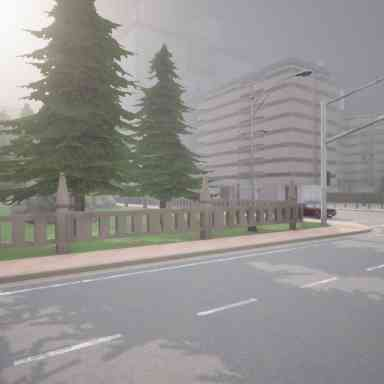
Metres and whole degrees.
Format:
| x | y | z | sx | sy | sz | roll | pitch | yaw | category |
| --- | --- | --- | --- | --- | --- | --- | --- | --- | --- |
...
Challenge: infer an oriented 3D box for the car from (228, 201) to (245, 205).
| x | y | z | sx | sy | sz | roll | pitch | yaw | category |
| --- | --- | --- | --- | --- | --- | --- | --- | --- | --- |
| 4.415 | 1.609 | 37.162 | 1.895 | 1.301 | 4.718 | 0 | 0 | -35 | car |

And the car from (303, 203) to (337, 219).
| x | y | z | sx | sy | sz | roll | pitch | yaw | category |
| --- | --- | --- | --- | --- | --- | --- | --- | --- | --- |
| 10.105 | 1.609 | 29.051 | 1.895 | 1.301 | 4.718 | 0 | 0 | -34 | car |

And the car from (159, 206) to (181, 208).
| x | y | z | sx | sy | sz | roll | pitch | yaw | category |
| --- | --- | --- | --- | --- | --- | --- | --- | --- | --- |
| -3.216 | 1.512 | 47.944 | 1.837 | 1.490 | 4.892 | 0 | 0 | -35 | car |
